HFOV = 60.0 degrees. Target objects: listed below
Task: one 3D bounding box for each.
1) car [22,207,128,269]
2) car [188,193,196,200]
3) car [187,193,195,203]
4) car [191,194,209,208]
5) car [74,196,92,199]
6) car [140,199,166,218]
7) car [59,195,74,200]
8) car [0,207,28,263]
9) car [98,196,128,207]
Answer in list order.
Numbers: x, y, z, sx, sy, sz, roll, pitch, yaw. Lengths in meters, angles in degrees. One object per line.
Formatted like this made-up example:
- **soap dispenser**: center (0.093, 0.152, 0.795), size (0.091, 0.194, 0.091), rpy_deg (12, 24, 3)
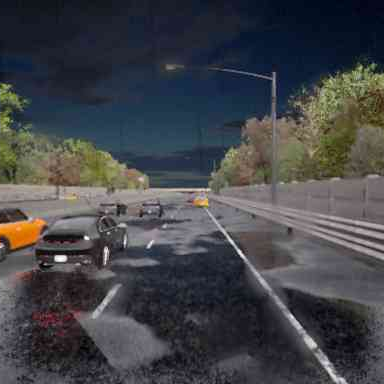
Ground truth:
- **car**: center (-3.399, 1.468, 11.031), size (1.837, 1.490, 4.892), rpy_deg (0, 0, 0)
- **car**: center (0.004, 1.011, 80.563), size (2.097, 1.767, 4.553), rpy_deg (0, 0, 0)
- **car**: center (0.003, 1.434, 63.945), size (1.895, 1.301, 4.718), rpy_deg (0, 0, 0)
- **car**: center (1.227, 1.345, 45.145), size (1.882, 1.535, 5.008), rpy_deg (0, 0, 0)
- **car**: center (-20.997, 1.381, 65.649), size (1.994, 1.385, 4.181), rpy_deg (0, 0, 0)
- **car**: center (-3.398, 1.396, 29.319), size (2.128, 1.511, 4.902), rpy_deg (0, 0, 0)
- **car**: center (-24.497, 1.306, 65.649), size (1.882, 1.535, 5.008), rpy_deg (0, 0, 0)
- **car**: center (-6.900, 1.313, 11.874), size (2.097, 1.767, 4.553), rpy_deg (0, 0, 0)
- **car**: center (-6.899, 1.396, 29.313), size (2.128, 1.511, 4.902), rpy_deg (0, 0, 0)
